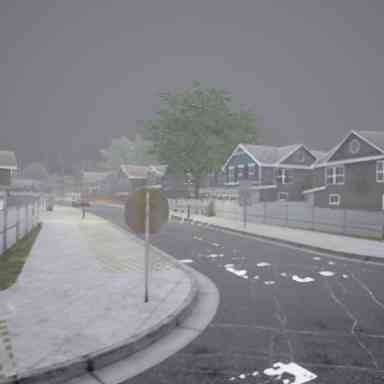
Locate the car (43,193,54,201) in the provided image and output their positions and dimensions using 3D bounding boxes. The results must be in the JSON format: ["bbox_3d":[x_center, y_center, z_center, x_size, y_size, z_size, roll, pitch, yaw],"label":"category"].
[{"bbox_3d":[-34.221,1.359,79.774,1.895,1.301,4.718,1,0,-27],"label":"car"}]

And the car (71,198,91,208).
[{"bbox_3d":[-16.333,1.515,48.762,2.033,1.411,5.357,1,0,-31],"label":"car"}]
